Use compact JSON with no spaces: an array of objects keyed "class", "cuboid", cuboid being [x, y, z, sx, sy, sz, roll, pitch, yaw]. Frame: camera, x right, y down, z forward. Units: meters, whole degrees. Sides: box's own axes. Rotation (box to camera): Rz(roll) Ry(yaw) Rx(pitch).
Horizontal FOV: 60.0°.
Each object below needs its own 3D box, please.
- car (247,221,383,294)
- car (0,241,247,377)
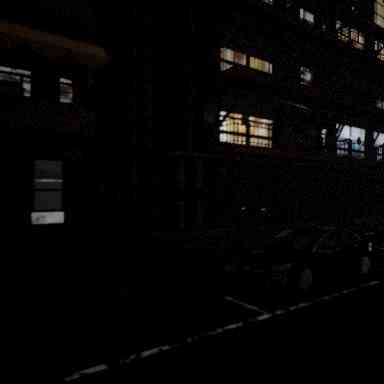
[{"class":"car","cuboid":[3.145,1.581,8.803,4.403,1.369,2.008,0,0,-36]},{"class":"car","cuboid":[-1.363,1.574,5.587,4.313,1.339,1.947,0,0,-36]}]
